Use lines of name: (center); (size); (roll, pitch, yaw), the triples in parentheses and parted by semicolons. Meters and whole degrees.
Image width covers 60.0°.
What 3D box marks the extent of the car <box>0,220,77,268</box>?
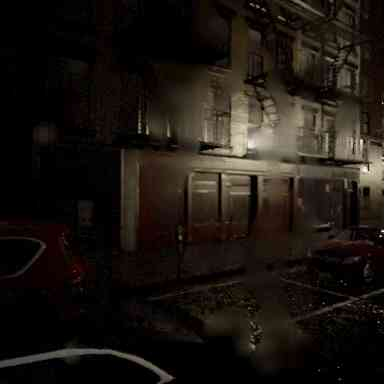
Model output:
car: (-3.663, 1.305, 3.585); (5.009, 1.841, 2.192); (1, 0, -36)

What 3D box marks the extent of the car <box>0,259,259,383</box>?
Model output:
car: (-1.748, 1.487, 1.823); (4.902, 1.511, 2.128); (1, 0, -36)

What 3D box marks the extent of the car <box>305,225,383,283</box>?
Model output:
car: (5.137, 1.673, 9.862); (4.206, 1.307, 1.802); (1, 0, -36)
